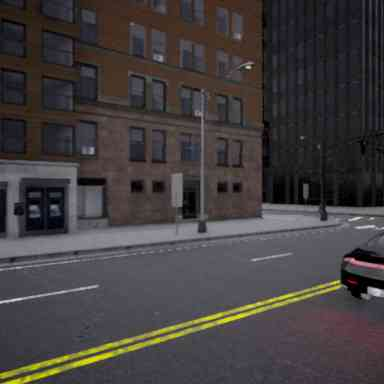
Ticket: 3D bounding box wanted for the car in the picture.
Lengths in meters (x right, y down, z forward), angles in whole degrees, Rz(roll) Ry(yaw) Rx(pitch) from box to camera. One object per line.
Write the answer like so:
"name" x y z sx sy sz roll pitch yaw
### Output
"car" 5.134 1.495 7.100 4.902 1.511 2.128 0 0 -35
